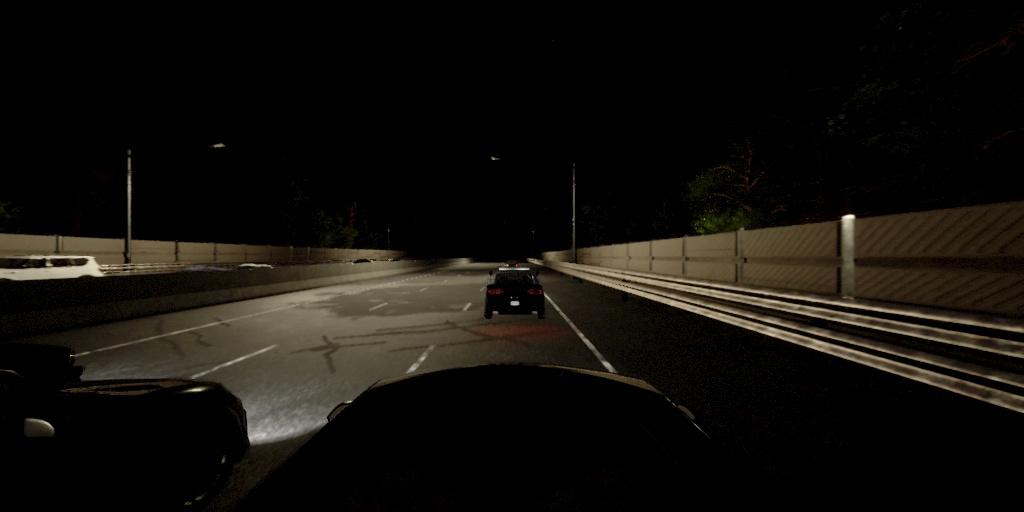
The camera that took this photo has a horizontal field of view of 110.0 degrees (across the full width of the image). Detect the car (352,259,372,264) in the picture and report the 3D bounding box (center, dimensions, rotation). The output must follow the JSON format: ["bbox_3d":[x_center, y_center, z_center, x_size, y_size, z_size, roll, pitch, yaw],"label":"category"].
[{"bbox_3d":[-24.630,1.271,58.864,1.837,1.490,4.892,0,0,0],"label":"car"}]

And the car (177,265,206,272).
[{"bbox_3d":[-21.133,1.322,24.311,1.994,1.385,4.181,0,0,0],"label":"car"}]

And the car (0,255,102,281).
[{"bbox_3d":[-24.626,0.979,18.254,2.150,2.045,5.566,0,0,0],"label":"car"}]

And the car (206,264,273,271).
[{"bbox_3d":[-17.623,1.283,24.180,1.812,1.442,4.674,0,0,0],"label":"car"}]

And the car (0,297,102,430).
[{"bbox_3d":[-6.903,1.299,2.474,2.033,1.411,5.357,0,0,0],"label":"car"}]

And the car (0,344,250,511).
[{"bbox_3d":[-3.406,1.315,1.569,1.994,1.385,4.181,0,0,0],"label":"car"}]

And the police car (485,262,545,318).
[{"bbox_3d":[0.084,1.177,13.068,1.930,1.638,5.238,0,0,0],"label":"police car"}]

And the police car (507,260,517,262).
[{"bbox_3d":[0.028,1.262,44.040,2.038,1.542,4.974,0,0,0],"label":"police car"}]
